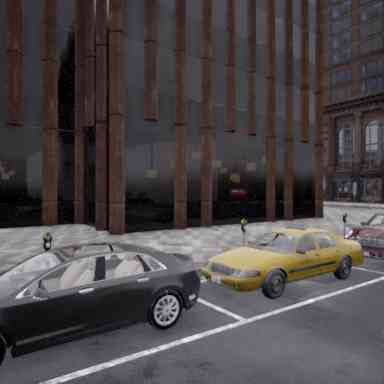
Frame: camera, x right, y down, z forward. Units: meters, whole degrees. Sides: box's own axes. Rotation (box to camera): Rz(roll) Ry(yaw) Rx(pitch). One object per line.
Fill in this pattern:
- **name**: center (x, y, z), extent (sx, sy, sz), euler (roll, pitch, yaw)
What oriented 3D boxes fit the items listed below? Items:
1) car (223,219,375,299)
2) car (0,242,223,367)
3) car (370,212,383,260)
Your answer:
- **car**: center (2.469, 1.521, 8.408), extent (4.829, 1.417, 1.752), euler (0, 0, -35)
- **car**: center (-1.891, 1.548, 5.299), extent (4.403, 1.369, 2.008), euler (0, 0, -36)
- **car**: center (7.105, 1.433, 11.714), extent (4.097, 1.590, 1.967), euler (0, 0, -35)
